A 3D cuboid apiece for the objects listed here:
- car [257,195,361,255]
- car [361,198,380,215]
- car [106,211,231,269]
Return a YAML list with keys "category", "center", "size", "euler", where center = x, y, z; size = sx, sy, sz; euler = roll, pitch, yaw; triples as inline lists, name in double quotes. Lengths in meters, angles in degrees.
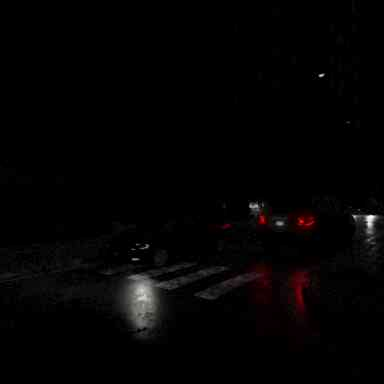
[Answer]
- category: "car"
  center: [4.646, 1.120, 13.098]
  size: [2.150, 2.045, 5.566]
  euler: [-2, -1, 40]
- category: "car"
  center: [16.660, 1.349, 31.952]
  size: [1.837, 1.490, 4.892]
  euler: [-2, -1, 40]
- category: "car"
  center: [-0.589, 1.474, 11.447]
  size: [1.882, 1.535, 5.008]
  euler: [-2, -1, 40]
